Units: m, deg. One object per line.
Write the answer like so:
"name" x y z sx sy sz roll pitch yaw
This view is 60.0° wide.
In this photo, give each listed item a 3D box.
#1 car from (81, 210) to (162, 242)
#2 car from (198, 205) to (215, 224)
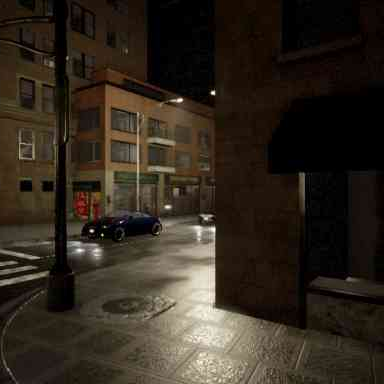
"car" -3.400 1.594 16.726 1.994 1.385 4.181 0 0 35
"car" 2.309 1.580 24.737 1.812 1.442 4.674 0 0 35
